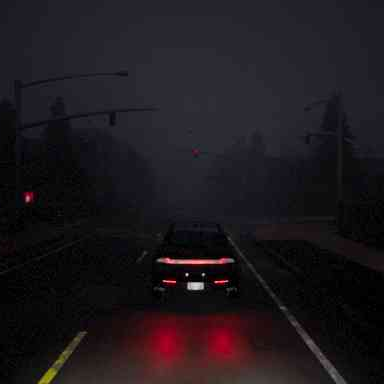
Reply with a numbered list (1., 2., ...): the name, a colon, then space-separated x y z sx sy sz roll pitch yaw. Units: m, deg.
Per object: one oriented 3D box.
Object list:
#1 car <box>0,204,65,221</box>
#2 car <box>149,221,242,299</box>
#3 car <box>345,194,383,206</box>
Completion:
1. car: -12.933 1.610 26.928 4.718 1.301 1.895 0 0 -2
2. car: 0.084 1.489 8.444 2.128 1.511 4.902 0 0 0
3. car: 15.881 1.195 28.964 5.566 2.045 2.150 0 0 -8
